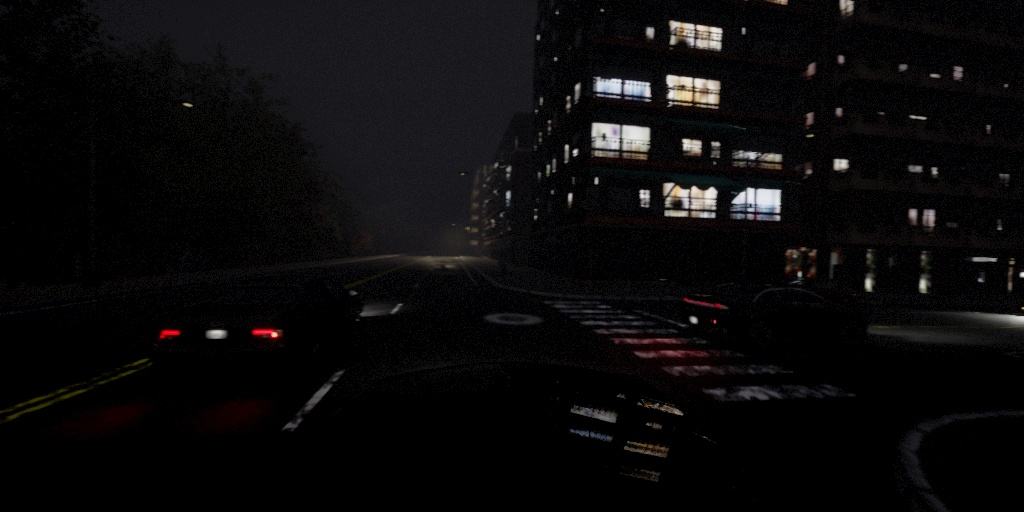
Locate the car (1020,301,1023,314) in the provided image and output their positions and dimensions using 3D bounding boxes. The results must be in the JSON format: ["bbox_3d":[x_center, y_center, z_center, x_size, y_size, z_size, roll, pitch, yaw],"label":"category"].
[{"bbox_3d":[25.386,2.140,15.947,4.181,1.385,1.994,2,1,-10],"label":"car"}]

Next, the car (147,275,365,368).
[{"bbox_3d":[-4.630,1.113,7.577,2.033,1.411,5.357,2,1,-10],"label":"car"}]

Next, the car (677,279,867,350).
[{"bbox_3d":[6.840,1.448,9.433,4.902,1.511,2.128,2,0,-14],"label":"car"}]
